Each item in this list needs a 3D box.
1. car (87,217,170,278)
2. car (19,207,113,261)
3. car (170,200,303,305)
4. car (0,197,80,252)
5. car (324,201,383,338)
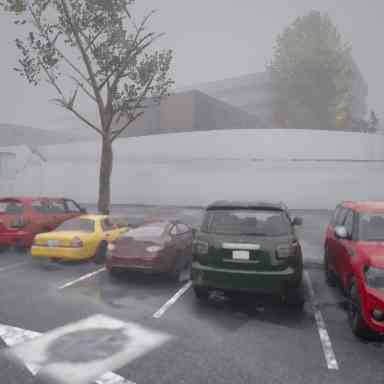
[{"bbox_3d":[-0.914,1.520,10.095,2.002,1.452,4.674,0,-1,15],"label":"car"},{"bbox_3d":[-3.321,1.477,12.005,1.946,1.575,5.366,0,-1,15],"label":"car"},{"bbox_3d":[1.555,1.231,8.397,2.435,2.045,5.566,0,-1,15],"label":"car"},{"bbox_3d":[-5.821,1.226,13.578,2.435,2.045,5.566,0,-1,15],"label":"car"},{"bbox_3d":[4.004,1.232,6.601,2.435,2.045,5.566,1,-1,15],"label":"car"}]
